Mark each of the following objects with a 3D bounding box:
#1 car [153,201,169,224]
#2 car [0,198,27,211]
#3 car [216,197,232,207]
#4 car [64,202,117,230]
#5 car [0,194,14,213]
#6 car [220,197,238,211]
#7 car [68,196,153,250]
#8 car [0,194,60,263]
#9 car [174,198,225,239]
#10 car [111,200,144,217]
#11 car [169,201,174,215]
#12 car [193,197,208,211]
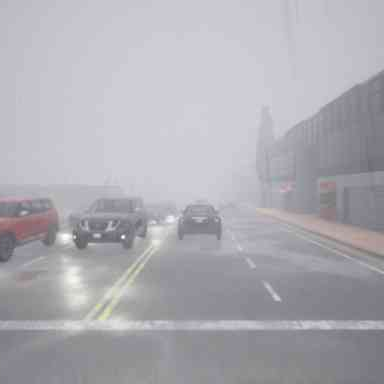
[{"bbox_3d":[-3.034,1.529,24.612,1.812,1.442,4.674,0,0,2],"label":"car"},{"bbox_3d":[-20.925,1.398,37.454,3.806,1.475,1.970,0,0,0],"label":"car"},{"bbox_3d":[4.975,1.500,51.873,2.128,1.511,4.902,0,0,2],"label":"car"},{"bbox_3d":[-6.619,1.480,22.359,1.882,1.535,5.008,0,0,2],"label":"car"},{"bbox_3d":[-20.961,1.158,34.559,3.866,1.878,1.905,0,0,0],"label":"car"},{"bbox_3d":[4.623,1.533,41.596,1.812,1.442,4.674,0,0,2],"label":"car"},{"bbox_3d":[-3.353,1.223,14.806,2.150,2.045,5.566,0,0,2],"label":"car"},{"bbox_3d":[-6.916,1.222,12.418,2.150,2.045,5.566,0,0,2],"label":"car"},{"bbox_3d":[0.423,1.355,17.490,2.097,1.767,4.553,0,0,2],"label":"car"},{"bbox_3d":[-6.197,1.551,32.634,2.033,1.411,5.357,0,0,2],"label":"car"},{"bbox_3d":[-2.619,1.606,34.641,1.895,1.301,4.718,0,0,2],"label":"car"},{"bbox_3d":[1.199,1.514,43.396,1.837,1.490,4.892,0,1,2],"label":"car"}]
